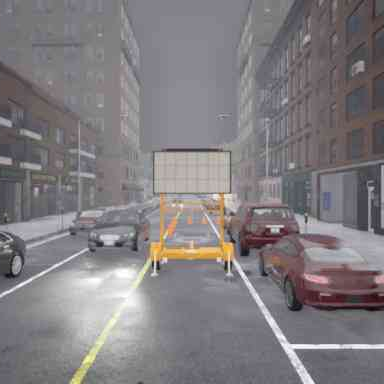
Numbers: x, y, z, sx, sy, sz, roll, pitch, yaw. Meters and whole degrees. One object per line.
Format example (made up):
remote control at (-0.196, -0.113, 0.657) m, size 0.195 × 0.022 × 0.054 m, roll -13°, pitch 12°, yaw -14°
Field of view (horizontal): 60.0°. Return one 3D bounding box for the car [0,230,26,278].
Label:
car at (-5.386, 1.550, 7.439) m, size 2.008 × 1.369 × 4.403 m, roll 0°, pitch 0°, yaw 0°

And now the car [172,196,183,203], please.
car at (-2.754, 1.524, 64.502) m, size 1.837 × 1.490 × 4.892 m, roll 0°, pitch -1°, yaw 1°

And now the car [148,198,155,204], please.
car at (-5.376, 1.565, 35.034) m, size 1.947 × 1.339 × 4.313 m, roll 0°, pitch 0°, yaw 0°

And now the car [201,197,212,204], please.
car at (2.659, 1.581, 62.626) m, size 1.947 × 1.339 × 4.313 m, roll 0°, pitch 0°, yaw 0°

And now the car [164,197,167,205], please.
car at (-5.370, 1.532, 51.419) m, size 1.752 × 1.417 × 4.829 m, roll 0°, pitch 0°, yaw 0°

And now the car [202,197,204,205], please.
car at (2.653, 1.529, 46.241) m, size 1.752 × 1.417 × 4.829 m, roll 0°, pitch 0°, yaw 0°

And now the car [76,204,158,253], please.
car at (-2.844, 1.491, 13.861) m, size 2.128 × 1.511 × 4.902 m, roll 0°, pitch 0°, yaw 0°

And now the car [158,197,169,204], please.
car at (-5.366, 1.597, 62.627) m, size 1.802 × 1.307 × 4.206 m, roll 0°, pitch 0°, yaw 0°

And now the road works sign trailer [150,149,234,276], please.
road works sign trailer at (0.003, 0.464, 10.330) m, size 2.380 × 3.560 × 2.880 m, roll 0°, pitch 0°, yaw 0°

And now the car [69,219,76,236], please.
car at (-5.382, 1.581, 18.477) m, size 1.802 × 1.307 × 4.206 m, roll 0°, pitch 0°, yaw 0°

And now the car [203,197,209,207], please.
car at (2.651, 1.582, 40.553) m, size 1.802 × 1.307 × 4.206 m, roll 0°, pitch 0°, yaw 0°

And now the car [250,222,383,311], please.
car at (2.639, 1.582, 7.443) m, size 1.802 × 1.307 × 4.206 m, roll 0°, pitch 0°, yaw 0°

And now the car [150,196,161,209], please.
car at (-5.374, 1.551, 40.552) m, size 2.008 × 1.369 × 4.403 m, roll 0°, pitch 0°, yaw 0°

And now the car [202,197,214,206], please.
car at (2.657, 1.593, 57.107) m, size 1.802 × 1.307 × 4.206 m, roll 0°, pitch 0°, yaw 0°

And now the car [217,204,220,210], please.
car at (2.639, 1.524, 18.648) m, size 1.752 × 1.417 × 4.829 m, roll 0°, pitch 0°, yaw 0°

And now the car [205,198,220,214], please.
car at (2.649, 1.581, 35.035) m, size 1.802 × 1.307 × 4.206 m, roll 0°, pitch 0°, yaw 0°

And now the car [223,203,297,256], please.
car at (2.642, 1.314, 12.962) m, size 2.192 × 1.841 × 5.009 m, roll 0°, pitch 0°, yaw 0°

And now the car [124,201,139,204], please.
car at (-5.380, 1.550, 23.996) m, size 2.008 × 1.369 × 4.403 m, roll 0°, pitch 0°, yaw 0°

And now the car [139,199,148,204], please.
car at (-5.378, 1.543, 29.515) m, size 1.887 × 1.381 × 4.507 m, roll 0°, pitch 0°, yaw 0°
